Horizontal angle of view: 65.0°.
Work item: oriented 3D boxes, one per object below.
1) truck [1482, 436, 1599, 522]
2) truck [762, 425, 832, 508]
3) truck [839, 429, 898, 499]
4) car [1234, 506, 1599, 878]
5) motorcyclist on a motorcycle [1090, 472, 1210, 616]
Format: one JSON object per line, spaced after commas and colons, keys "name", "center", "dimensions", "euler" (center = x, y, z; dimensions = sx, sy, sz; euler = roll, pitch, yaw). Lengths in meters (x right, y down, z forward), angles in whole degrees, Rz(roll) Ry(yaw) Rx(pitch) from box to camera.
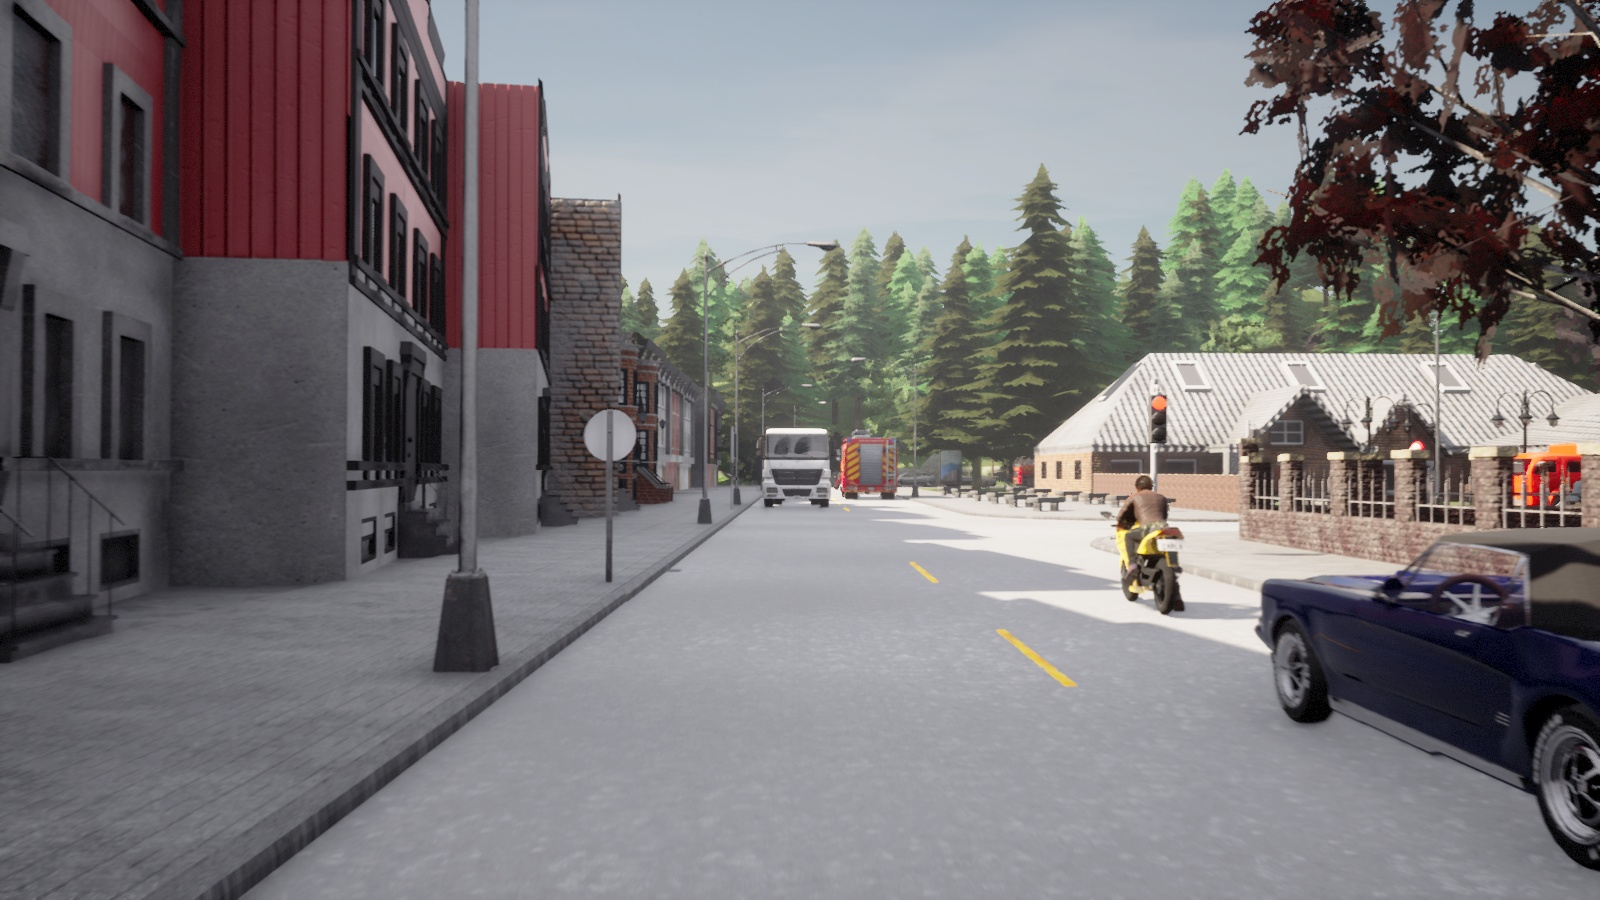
{"name": "truck", "center": [23.597, 0.847, 37.293], "dimensions": [5.204, 2.467, 2.627], "euler": [0, -1, 0]}
{"name": "truck", "center": [-0.137, 0.761, 56.376], "dimensions": [2.891, 3.462, 7.936], "euler": [0, -1, 0]}
{"name": "truck", "center": [3.849, 0.827, 72.474], "dimensions": [2.891, 3.827, 8.468], "euler": [0, -1, 0]}
{"name": "car", "center": [3.986, 1.004, 6.399], "dimensions": [1.895, 1.301, 4.718], "euler": [0, -1, 0]}
{"name": "motorcyclist on a motorcycle", "center": [3.963, 1.017, 14.392], "dimensions": [0.797, 1.523, 2.044], "euler": [0, -1, 0]}
